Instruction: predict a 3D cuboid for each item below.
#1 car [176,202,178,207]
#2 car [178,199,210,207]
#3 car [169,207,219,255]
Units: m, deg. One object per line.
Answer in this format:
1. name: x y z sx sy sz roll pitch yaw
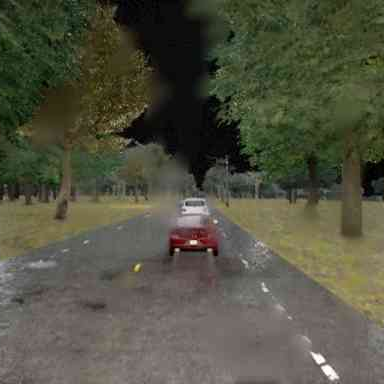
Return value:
1. car: -1.996 2.355 65.437 2.033 1.411 5.357 0 -1 2
2. car: 0.294 1.553 27.534 2.150 2.045 5.566 0 0 2
3. car: 0.101 1.644 14.203 1.882 1.535 5.008 0 0 1
